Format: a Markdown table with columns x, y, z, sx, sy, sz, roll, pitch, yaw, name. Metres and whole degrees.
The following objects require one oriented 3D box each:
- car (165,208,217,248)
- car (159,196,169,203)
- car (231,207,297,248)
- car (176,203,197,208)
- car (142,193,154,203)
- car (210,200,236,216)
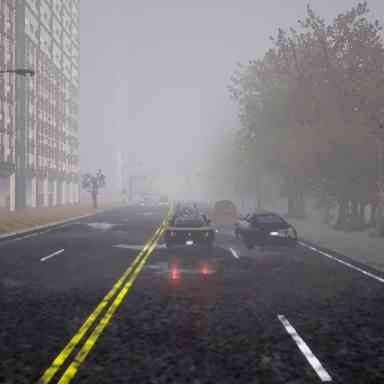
| x | y | z | sx | sy | sz | roll | pitch | yaw | name |
| --- | --- | --- | --- | --- | --- | --- | --- | --- | --- |
| -0.120 | 1.614 | 14.736 | 1.895 | 1.301 | 4.718 | 0 | 0 | -1 | car |
| -5.719 | 1.581 | 67.786 | 1.994 | 1.385 | 4.181 | 0 | 0 | -4 | car |
| 3.130 | 1.570 | 14.757 | 1.994 | 1.385 | 4.181 | 0 | 0 | -1 | car |
| -0.479 | 1.615 | 29.757 | 1.895 | 1.301 | 4.718 | 0 | 0 | -2 | car |
| -8.959 | 1.186 | 67.533 | 2.150 | 2.045 | 5.566 | 0 | 0 | -4 | car |
| 2.738 | 1.442 | 29.844 | 1.882 | 1.535 | 5.008 | -3 | -1 | -2 | car |
